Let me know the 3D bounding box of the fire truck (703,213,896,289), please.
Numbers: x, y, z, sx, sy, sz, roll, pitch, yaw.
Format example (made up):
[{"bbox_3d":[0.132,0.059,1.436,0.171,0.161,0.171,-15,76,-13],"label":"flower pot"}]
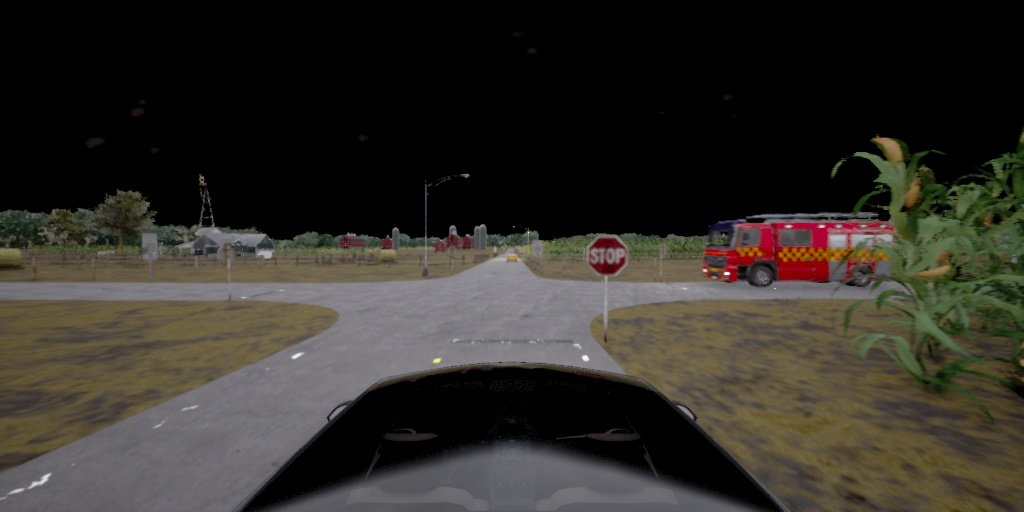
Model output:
[{"bbox_3d":[15.256,-0.302,19.496,8.468,3.827,2.891,0,2,0],"label":"fire truck"}]

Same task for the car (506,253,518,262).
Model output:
[{"bbox_3d":[-0.013,0.275,62.924,1.882,1.535,5.008,0,1,0],"label":"car"}]
